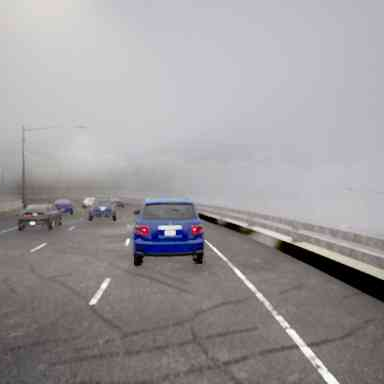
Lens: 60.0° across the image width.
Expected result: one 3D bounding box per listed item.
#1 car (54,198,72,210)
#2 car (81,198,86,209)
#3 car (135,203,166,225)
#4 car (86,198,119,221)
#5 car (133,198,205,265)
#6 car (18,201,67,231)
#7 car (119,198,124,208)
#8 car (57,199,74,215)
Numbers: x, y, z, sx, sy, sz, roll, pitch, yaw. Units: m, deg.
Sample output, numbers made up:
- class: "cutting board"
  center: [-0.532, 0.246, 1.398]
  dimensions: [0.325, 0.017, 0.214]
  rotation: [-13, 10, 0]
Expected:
- class: "car"
  center: [-17.247, 1.593, 44.275]
  dimensions: [1.994, 1.385, 4.181]
  rotation: [0, 0, -25]
- class: "car"
  center: [-14.123, 1.552, 45.865]
  dimensions: [1.812, 1.442, 4.674]
  rotation: [0, 0, -25]
- class: "car"
  center: [-3.275, 1.611, 25.601]
  dimensions: [1.895, 1.301, 4.718]
  rotation: [0, 0, -13]
- class: "car"
  center: [-7.489, 1.366, 27.900]
  dimensions: [2.097, 1.767, 4.553]
  rotation: [0, 0, -15]
- class: "car"
  center: [-0.910, 1.227, 11.939]
  dimensions: [2.150, 2.045, 5.566]
  rotation: [0, 0, -6]
- class: "car"
  center: [-9.356, 1.518, 20.805]
  dimensions: [1.837, 1.490, 4.892]
  rotation: [0, -1, -12]
- class: "car"
  center: [-11.027, 1.550, 47.483]
  dimensions: [1.812, 1.442, 4.674]
  rotation: [0, 0, -25]
- class: "car"
  center: [-13.211, 1.500, 34.199]
  dimensions: [1.882, 1.535, 5.008]
  rotation: [0, 0, -19]
